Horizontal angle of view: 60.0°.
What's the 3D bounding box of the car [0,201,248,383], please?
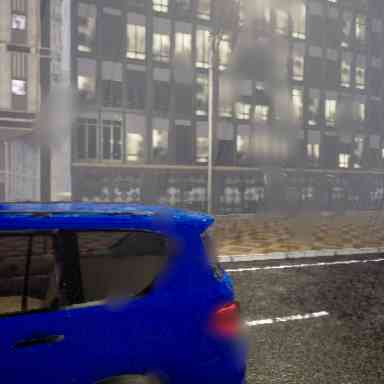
[{"bbox_3d":[-2.265,1.117,2.667,5.566,2.045,2.150,1,1,-20],"label":"car"}]
